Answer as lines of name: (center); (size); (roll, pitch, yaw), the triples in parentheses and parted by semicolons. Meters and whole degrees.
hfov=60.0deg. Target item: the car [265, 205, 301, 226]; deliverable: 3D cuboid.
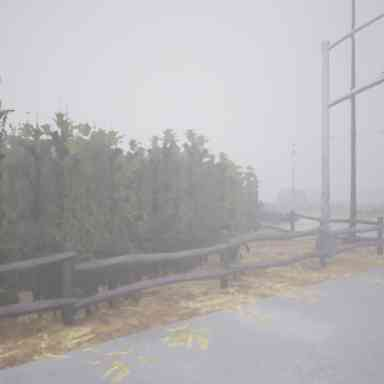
car: (5.326, 1.579, 23.606); (1.895, 1.301, 4.718); (0, 0, -35)

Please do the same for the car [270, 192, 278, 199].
car: (21.855, 1.032, 88.595); (1.905, 1.878, 3.866); (6, 3, 11)
